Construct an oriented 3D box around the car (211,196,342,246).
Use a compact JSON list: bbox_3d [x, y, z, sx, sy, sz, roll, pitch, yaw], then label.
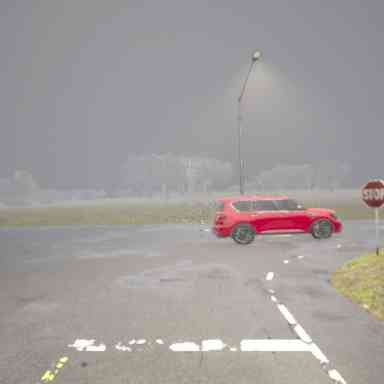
[{"bbox_3d":[3.628,1.181,14.874,5.566,2.045,2.150,-3,0,-1],"label":"car"}]
